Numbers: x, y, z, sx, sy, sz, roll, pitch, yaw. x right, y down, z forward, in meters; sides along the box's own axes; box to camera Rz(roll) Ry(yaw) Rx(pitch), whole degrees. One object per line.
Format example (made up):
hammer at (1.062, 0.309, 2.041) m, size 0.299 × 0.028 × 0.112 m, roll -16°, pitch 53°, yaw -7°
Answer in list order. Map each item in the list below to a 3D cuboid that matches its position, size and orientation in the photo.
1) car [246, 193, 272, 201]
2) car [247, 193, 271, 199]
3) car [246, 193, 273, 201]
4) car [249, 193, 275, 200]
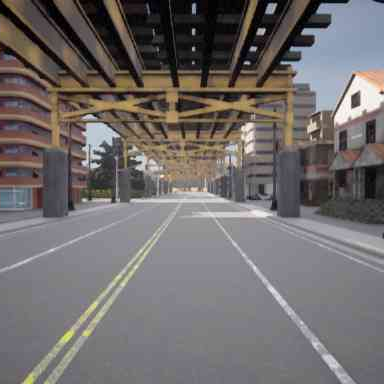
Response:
car at (13.589, 0.913, 67.608) m, size 4.974 × 1.542 × 2.038 m, roll 0°, pitch 1°, yaw 25°
car at (13.636, 0.756, 67.585) m, size 4.536 × 1.218 × 1.853 m, roll 0°, pitch 1°, yaw 25°
car at (13.262, 0.960, 63.450) m, size 4.974 × 1.542 × 2.038 m, roll 0°, pitch 1°, yaw -20°
car at (13.311, 0.803, 63.466) m, size 4.536 × 1.218 × 1.853 m, roll 0°, pitch 1°, yaw -20°
